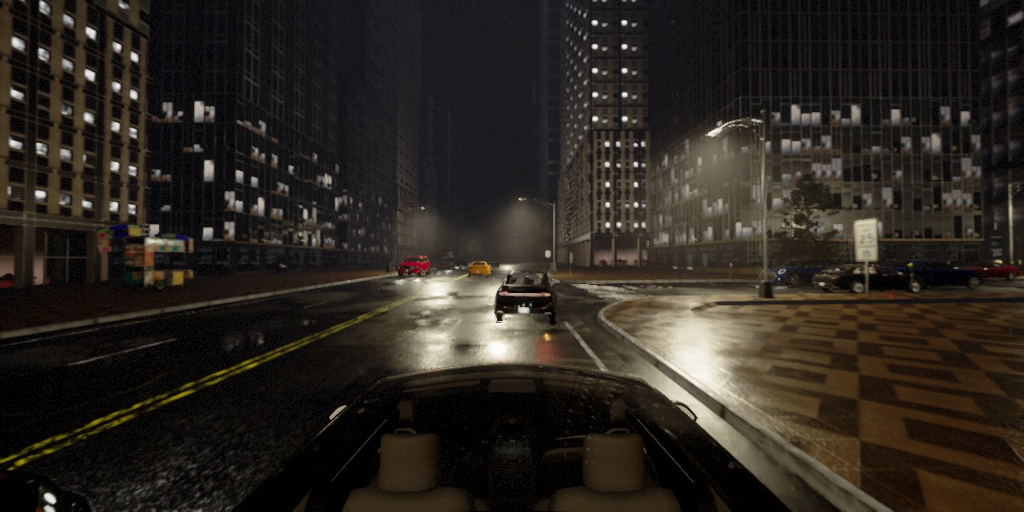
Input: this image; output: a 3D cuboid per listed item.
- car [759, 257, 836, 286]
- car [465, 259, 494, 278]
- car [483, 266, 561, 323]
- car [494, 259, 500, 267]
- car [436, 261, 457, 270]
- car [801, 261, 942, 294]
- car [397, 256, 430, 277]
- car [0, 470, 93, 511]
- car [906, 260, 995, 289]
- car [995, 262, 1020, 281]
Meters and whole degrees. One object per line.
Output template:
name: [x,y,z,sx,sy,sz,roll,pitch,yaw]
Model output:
car: [18.302,0.939,22.660,4.553,1.767,2.097,-1,-1,-1]
car: [-3.140,1.274,35.264,1.882,1.535,5.008,0,0,0]
car: [0.599,1.225,12.231,2.128,1.511,4.902,1,1,7]
car: [-3.135,1.332,63.624,2.128,1.511,4.902,0,0,0]
car: [-9.813,1.388,52.826,1.994,1.385,4.181,0,0,0]
car: [16.692,1.051,16.834,4.403,1.370,2.007,0,0,-1]
car: [-9.839,1.021,36.381,2.150,2.045,5.566,0,0,0]
car: [-3.149,1.311,0.104,1.994,1.385,4.181,0,0,0]
car: [22.401,0.971,19.535,5.008,1.535,1.882,0,-1,0]
car: [33.263,1.073,25.426,4.207,1.307,1.802,0,0,-1]
